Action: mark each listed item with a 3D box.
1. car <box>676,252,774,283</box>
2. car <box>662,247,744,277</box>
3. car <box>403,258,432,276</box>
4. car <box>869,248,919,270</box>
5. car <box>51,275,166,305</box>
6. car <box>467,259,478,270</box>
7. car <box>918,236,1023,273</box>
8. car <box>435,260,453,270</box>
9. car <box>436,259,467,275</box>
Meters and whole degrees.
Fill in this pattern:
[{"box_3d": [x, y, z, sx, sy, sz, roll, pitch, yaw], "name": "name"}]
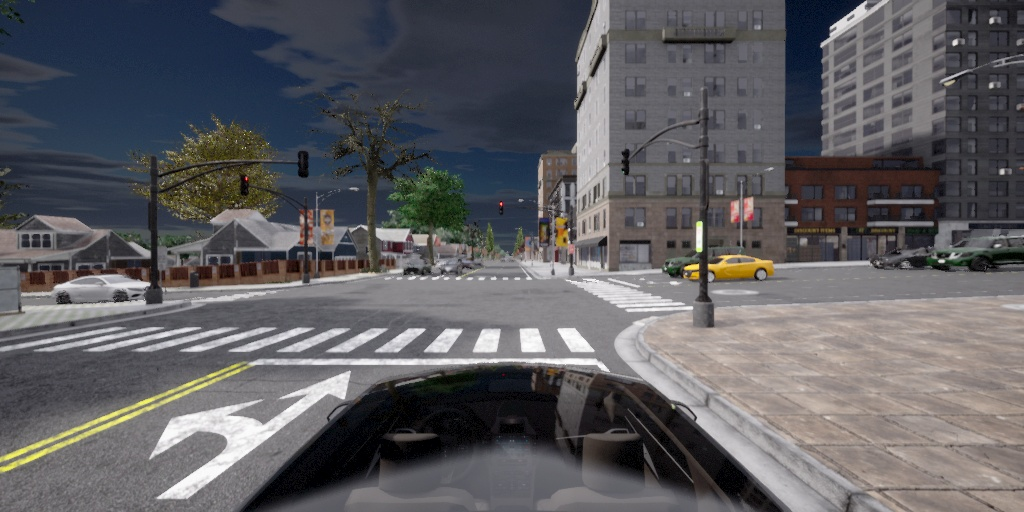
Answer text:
[{"box_3d": [13.032, 0.727, 21.736, 5.008, 1.535, 1.882, -2, 0, -1], "name": "car"}, {"box_3d": [13.452, 0.443, 24.984, 5.566, 2.045, 2.150, -2, 0, 0], "name": "car"}, {"box_3d": [-9.850, 1.096, 37.585, 2.097, 1.767, 4.553, 0, 0, 0], "name": "car"}, {"box_3d": [27.936, 0.175, 25.025, 4.892, 1.490, 1.837, -2, 0, 0], "name": "car"}, {"box_3d": [-20.672, 1.687, 18.414, 4.674, 1.442, 1.812, -2, 0, 1], "name": "car"}, {"box_3d": [-6.597, 1.305, 52.515, 2.033, 1.411, 5.357, 0, 0, 0], "name": "car"}, {"box_3d": [28.847, -0.130, 21.778, 5.566, 2.045, 2.150, -2, 0, 0], "name": "car"}, {"box_3d": [-9.845, 1.284, 52.365, 1.812, 1.442, 4.674, 0, 0, 0], "name": "car"}, {"box_3d": [-6.599, 1.235, 39.577, 2.128, 1.511, 4.902, 0, 0, 0], "name": "car"}]
